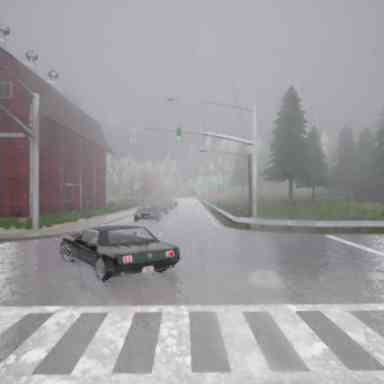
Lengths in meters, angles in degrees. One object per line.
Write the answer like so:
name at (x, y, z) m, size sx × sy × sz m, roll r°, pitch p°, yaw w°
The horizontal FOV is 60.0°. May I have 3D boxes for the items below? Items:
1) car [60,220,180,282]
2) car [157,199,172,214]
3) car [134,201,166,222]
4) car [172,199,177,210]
car at (-2.424, 1.644, 10.060) m, size 1.895 × 1.301 × 4.718 m, roll 0°, pitch 0°, yaw -37°
car at (-3.599, 1.725, 37.927) m, size 1.837 × 1.490 × 4.892 m, roll 0°, pitch 0°, yaw 0°
car at (-3.603, 1.726, 27.905) m, size 1.994 × 1.385 × 4.181 m, roll 0°, pitch 0°, yaw 0°
car at (-3.570, 1.783, 47.999) m, size 1.837 × 1.490 × 4.892 m, roll 0°, pitch 0°, yaw 0°
